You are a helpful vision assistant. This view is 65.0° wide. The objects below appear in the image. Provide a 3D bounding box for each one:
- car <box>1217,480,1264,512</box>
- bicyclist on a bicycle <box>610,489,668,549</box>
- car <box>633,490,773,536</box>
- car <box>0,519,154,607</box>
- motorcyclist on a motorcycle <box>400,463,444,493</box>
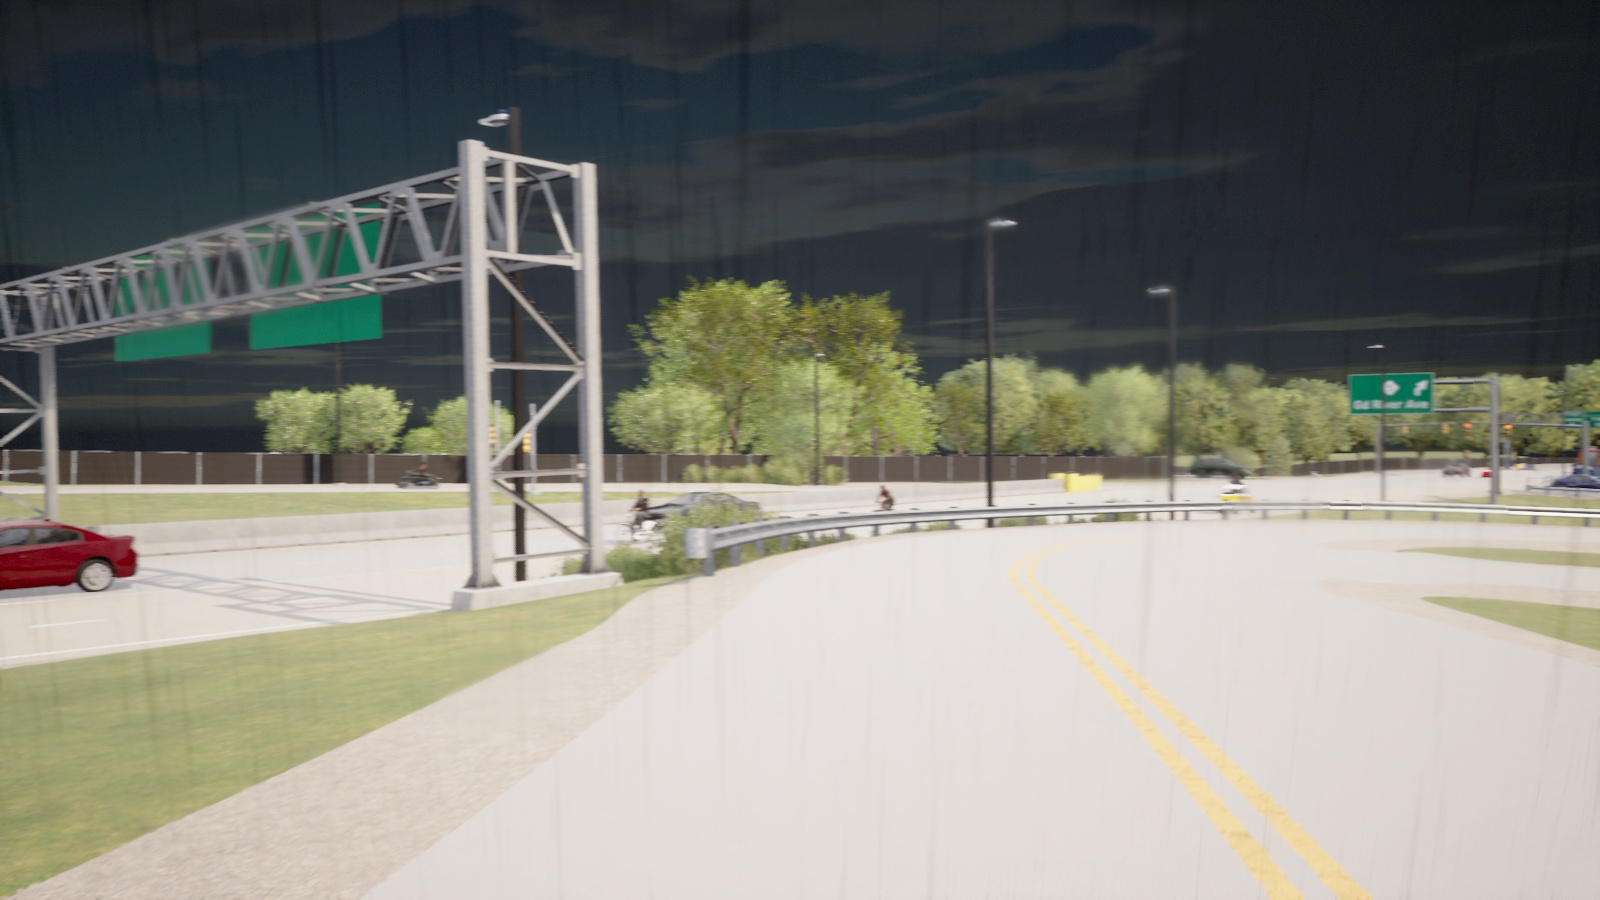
[{"bbox_3d":[21.057,2.187,60.011,1.481,1.376,2.207,0,1,39],"label":"car"},{"bbox_3d":[-5.020,2.147,39.328,0.659,1.776,1.843,0,0,39],"label":"bicyclist on a bicycle"},{"bbox_3d":[-3.540,2.294,46.637,2.033,1.411,5.357,0,0,39],"label":"car"},{"bbox_3d":[-16.225,2.323,25.707,1.882,1.535,5.008,0,0,39],"label":"car"},{"bbox_3d":[-21.397,1.588,71.088,2.350,1.649,0.766,0,1,-24],"label":"motorcyclist on a motorcycle"}]
